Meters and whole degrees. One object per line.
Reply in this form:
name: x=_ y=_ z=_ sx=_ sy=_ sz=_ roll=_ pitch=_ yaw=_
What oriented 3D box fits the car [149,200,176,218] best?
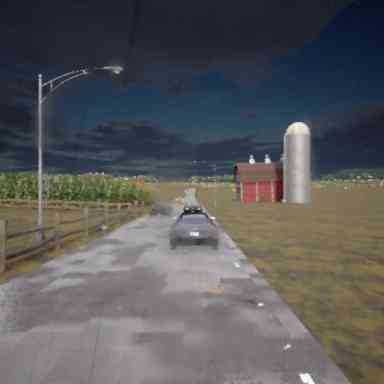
car: x=-2.849 y=1.675 z=31.133 sx=1.895 sy=1.301 sz=4.718 roll=0 pitch=0 yaw=0

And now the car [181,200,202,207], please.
car: x=0.087 y=1.694 z=34.564 sx=1.895 sy=1.301 sz=4.718 roll=0 pitch=0 yaw=0

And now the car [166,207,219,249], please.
car: x=0.093 y=1.577 z=14.683 sx=1.994 sy=1.385 sz=4.181 roll=0 pitch=0 yaw=0

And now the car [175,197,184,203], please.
car: x=-2.758 y=1.840 z=72.851 sx=1.882 sy=1.535 sz=5.008 roll=0 pitch=-1 yaw=0
